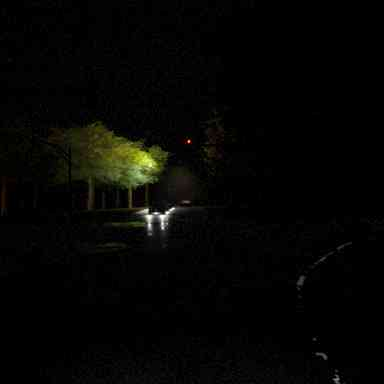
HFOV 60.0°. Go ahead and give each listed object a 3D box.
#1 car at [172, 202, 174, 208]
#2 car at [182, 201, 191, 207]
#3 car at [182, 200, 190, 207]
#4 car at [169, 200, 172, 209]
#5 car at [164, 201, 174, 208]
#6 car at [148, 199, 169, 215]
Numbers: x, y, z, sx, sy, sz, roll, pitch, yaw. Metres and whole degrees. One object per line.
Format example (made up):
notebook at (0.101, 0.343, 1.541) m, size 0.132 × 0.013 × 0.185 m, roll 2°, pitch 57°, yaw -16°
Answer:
car at (-4.545, 2.073, 57.983) m, size 2.097 × 1.767 × 4.553 m, roll 0°, pitch -1°, yaw -1°
car at (-1.239, 2.620, 70.526) m, size 1.895 × 1.301 × 4.718 m, roll 0°, pitch -2°, yaw -1°
car at (-1.473, 2.824, 80.614) m, size 1.882 × 1.535 × 5.008 m, roll 0°, pitch -2°, yaw -1°
car at (-4.353, 2.079, 49.051) m, size 1.812 × 1.442 × 4.674 m, roll 0°, pitch -1°, yaw -1°
car at (-4.707, 2.565, 68.213) m, size 1.895 × 1.301 × 4.718 m, roll 0°, pitch -2°, yaw -1°
car at (-4.153, 1.902, 40.058) m, size 1.837 × 1.490 × 4.892 m, roll 0°, pitch -1°, yaw -1°
